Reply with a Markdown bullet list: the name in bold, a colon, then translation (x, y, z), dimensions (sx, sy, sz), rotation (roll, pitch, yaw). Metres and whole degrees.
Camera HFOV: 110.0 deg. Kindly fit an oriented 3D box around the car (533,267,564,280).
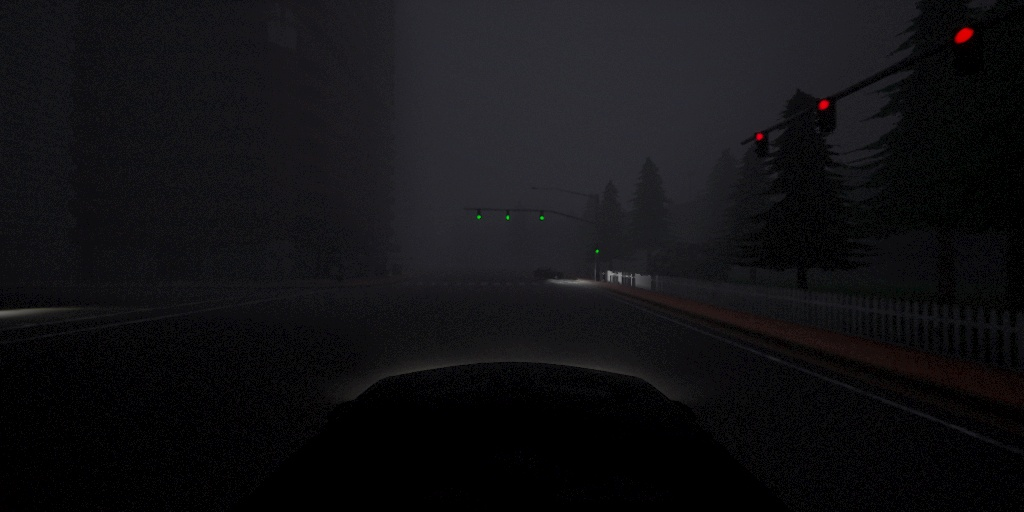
- **car**: translation (3.785, 1.780, 37.687), dimensions (1.895, 1.301, 4.718), rotation (0, 0, -15)
